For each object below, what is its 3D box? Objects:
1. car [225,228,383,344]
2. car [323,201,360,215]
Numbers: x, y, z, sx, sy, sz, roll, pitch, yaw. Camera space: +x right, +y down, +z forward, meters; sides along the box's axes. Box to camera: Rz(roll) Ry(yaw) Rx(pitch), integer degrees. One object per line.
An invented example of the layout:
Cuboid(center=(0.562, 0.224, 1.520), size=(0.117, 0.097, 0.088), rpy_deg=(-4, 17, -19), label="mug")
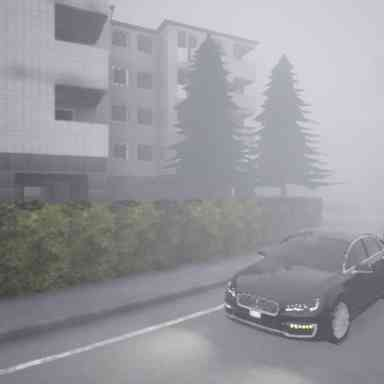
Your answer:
Cuboid(center=(2.648, 1.563, 6.707), size=(1.837, 1.490, 4.892), rpy_deg=(0, 0, 45), label="car")
Cuboid(center=(17.201, 1.825, 38.612), size=(2.128, 1.511, 4.902), rpy_deg=(0, 0, -12), label="car")
